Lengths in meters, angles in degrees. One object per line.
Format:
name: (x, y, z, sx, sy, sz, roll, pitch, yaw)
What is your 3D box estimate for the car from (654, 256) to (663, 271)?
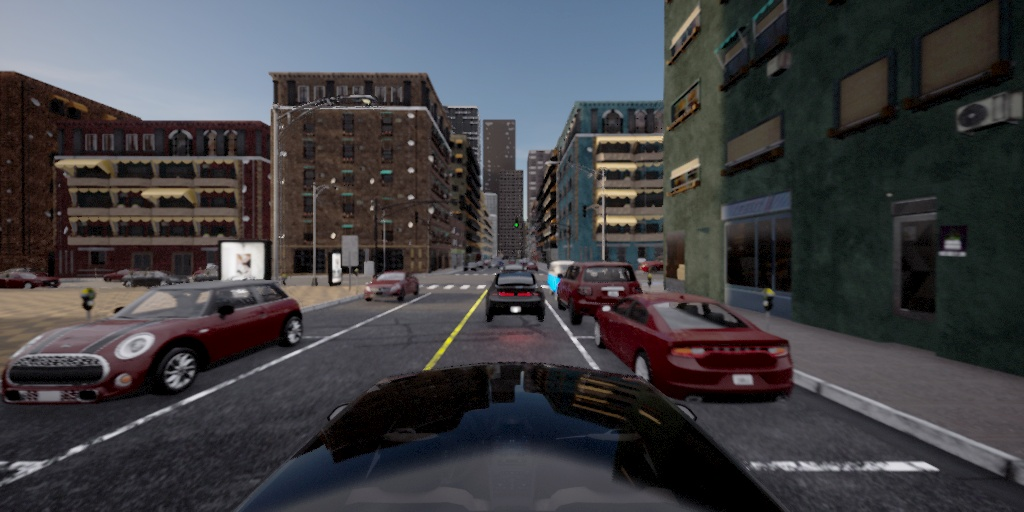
car: (15.798, 0.889, 36.997, 5.009, 1.841, 2.192, 0, 0, 0)

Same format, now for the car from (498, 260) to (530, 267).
car: (0.121, 1.305, 27.702, 1.882, 1.535, 5.008, 0, 0, 0)

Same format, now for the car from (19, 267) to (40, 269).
car: (-50.275, 1.973, 36.575, 4.097, 1.591, 1.967, 0, 0, 0)

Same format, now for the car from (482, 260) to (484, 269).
car: (-5.648, 1.505, 60.912, 1.948, 1.339, 4.313, 0, 0, 0)

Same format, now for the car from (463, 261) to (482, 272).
car: (-5.657, 1.466, 49.865, 1.948, 1.339, 4.313, 0, 0, 0)

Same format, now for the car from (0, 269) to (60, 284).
car: (-38.373, 1.944, 28.182, 4.507, 1.381, 1.888, 0, 0, 0)

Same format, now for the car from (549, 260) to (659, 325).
car: (2.696, 1.095, 11.925, 2.192, 1.841, 5.009, 0, 0, 0)

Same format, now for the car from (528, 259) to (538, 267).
car: (2.725, 1.483, 49.846, 1.802, 1.307, 4.207, 0, 0, 0)

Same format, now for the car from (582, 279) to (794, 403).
car: (2.691, 1.309, 6.396, 1.888, 1.381, 4.507, 0, 0, 0)

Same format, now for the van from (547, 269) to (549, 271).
van: (2.700, 1.138, 17.452, 1.690, 1.789, 3.998, 0, 0, 0)

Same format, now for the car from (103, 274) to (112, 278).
car: (-39.138, 1.952, 36.721, 4.207, 1.307, 1.802, 0, 0, 0)

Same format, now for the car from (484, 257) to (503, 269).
car: (-3.007, 1.427, 59.864, 2.128, 1.511, 4.902, 0, 0, 1)

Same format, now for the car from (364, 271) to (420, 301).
car: (-5.681, 1.379, 17.460, 1.802, 1.307, 4.207, 0, 0, 0)

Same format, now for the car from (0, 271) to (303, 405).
car: (-5.690, 1.204, 6.404, 1.967, 1.591, 4.097, 0, 0, 0)

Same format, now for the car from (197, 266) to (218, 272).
car: (-22.374, 1.717, 28.240, 4.403, 1.370, 2.007, 0, 0, 0)

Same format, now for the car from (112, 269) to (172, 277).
car: (-27.944, 1.798, 28.204, 4.403, 1.370, 2.007, 0, 0, 0)

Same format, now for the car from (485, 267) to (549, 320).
car: (0.107, 1.287, 12.706, 1.837, 1.490, 4.892, 0, 0, 0)
